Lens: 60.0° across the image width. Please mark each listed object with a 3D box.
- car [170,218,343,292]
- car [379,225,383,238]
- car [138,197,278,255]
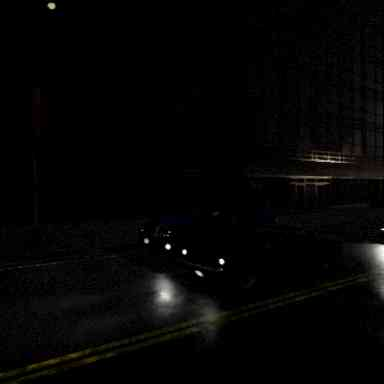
[{"bbox_3d":[1.979,1.593,9.061,4.718,1.301,1.895,0,0,-35],"label":"car"},{"bbox_3d":[10.758,1.534,15.284,5.357,1.411,2.033,0,0,-35],"label":"car"},{"bbox_3d":[0.807,1.212,12.220,5.566,2.045,2.150,0,0,-35],"label":"car"}]
